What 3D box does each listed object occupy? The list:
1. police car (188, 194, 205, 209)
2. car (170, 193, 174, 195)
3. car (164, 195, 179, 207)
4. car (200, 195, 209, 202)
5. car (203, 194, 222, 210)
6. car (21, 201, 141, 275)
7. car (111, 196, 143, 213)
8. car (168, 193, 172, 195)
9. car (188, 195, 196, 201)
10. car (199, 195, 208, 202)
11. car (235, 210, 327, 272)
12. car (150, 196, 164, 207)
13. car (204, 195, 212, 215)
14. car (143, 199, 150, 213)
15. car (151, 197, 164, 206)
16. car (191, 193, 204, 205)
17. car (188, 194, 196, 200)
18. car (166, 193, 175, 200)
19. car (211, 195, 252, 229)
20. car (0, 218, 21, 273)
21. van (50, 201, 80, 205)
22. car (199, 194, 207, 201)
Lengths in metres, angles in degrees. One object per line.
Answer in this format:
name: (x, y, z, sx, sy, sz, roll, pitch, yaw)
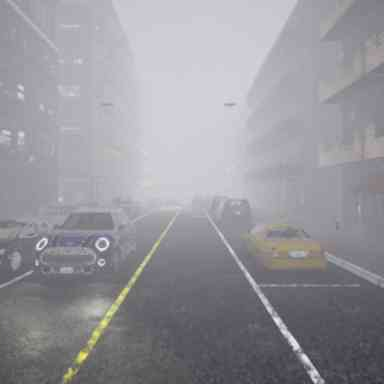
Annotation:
police car: (0.798, 1.394, 43.844, 1.930, 1.638, 5.238, 0, 0, 0)
car: (-5.699, 1.497, 77.738, 2.008, 1.369, 4.403, -1, 0, 0)
car: (-3.066, 1.563, 51.840, 1.895, 1.301, 4.718, 0, 0, 0)
car: (2.680, 1.475, 72.277, 1.752, 1.417, 4.829, -1, 0, 0)
car: (2.678, 1.283, 44.097, 2.192, 1.841, 5.009, -1, 0, 0)
car: (-3.098, 1.344, 10.484, 2.097, 1.767, 4.553, 0, 0, 0)
car: (-5.693, 1.294, 27.319, 2.192, 1.841, 5.009, -1, 0, 0)
car: (-5.699, 1.504, 66.534, 2.008, 1.369, 4.403, -1, 0, 0)
car: (0.002, 1.377, 78.985, 1.994, 1.385, 4.181, 0, 0, 0)
car: (2.681, 1.512, 77.709, 1.947, 1.339, 4.313, -1, 0, 0)
car: (2.680, 1.517, 10.654, 1.752, 1.417, 4.829, -1, 0, 0)
car: (-5.699, 1.546, 49.727, 1.802, 1.307, 4.206, -1, 0, 0)
car: (2.677, 1.291, 32.893, 2.192, 1.841, 5.009, -1, 0, 0)
car: (-5.707, 1.526, 32.922, 2.008, 1.369, 4.403, -1, 0, 0)
car: (-5.699, 1.542, 55.329, 1.802, 1.307, 4.206, -1, 0, 0)
car: (0.901, 1.182, 59.758, 2.150, 2.045, 5.566, 0, 0, 0)
car: (0.001, 1.306, 90.363, 1.994, 1.385, 4.181, 0, 0, 0)
car: (-5.702, 1.254, 88.942, 2.192, 1.841, 5.009, -1, 0, 0)
car: (2.677, 1.299, 21.688, 2.192, 1.841, 5.009, -1, 0, 0)
car: (-5.667, 1.542, 10.513, 2.008, 1.369, 4.403, -1, 0, 0)
van: (-5.669, 1.329, 16.115, 1.690, 1.788, 3.998, -1, 0, 0)
car: (2.679, 1.383, 83.311, 1.967, 1.590, 4.097, -1, 0, 0)
